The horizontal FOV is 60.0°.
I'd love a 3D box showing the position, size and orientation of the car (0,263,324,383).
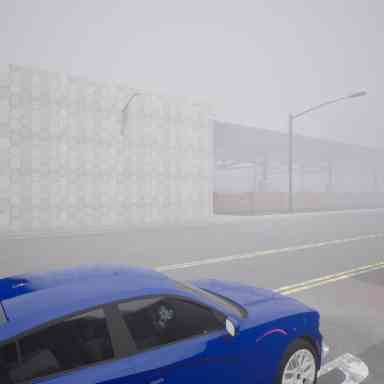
[{"bbox_3d":[-0.743,1.478,3.220,5.008,1.535,1.882,0,0,-36],"label":"car"}]
